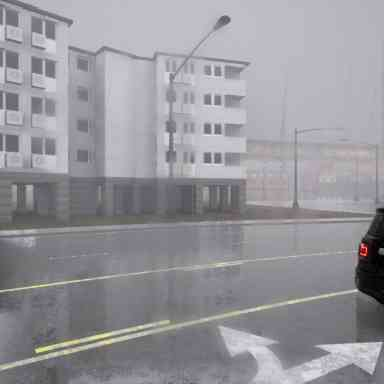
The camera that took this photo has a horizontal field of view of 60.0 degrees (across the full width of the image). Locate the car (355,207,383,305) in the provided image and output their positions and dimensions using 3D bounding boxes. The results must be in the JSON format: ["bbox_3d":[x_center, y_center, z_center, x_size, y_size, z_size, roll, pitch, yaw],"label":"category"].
[{"bbox_3d":[5.697,1.221,6.288,5.566,2.045,2.150,0,0,-23],"label":"car"}]

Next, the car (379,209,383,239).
[{"bbox_3d":[11.931,1.547,15.914,5.357,1.411,2.033,0,0,-16],"label":"car"}]
